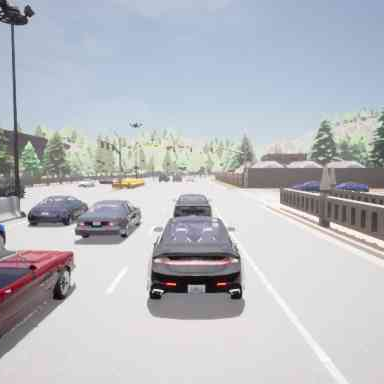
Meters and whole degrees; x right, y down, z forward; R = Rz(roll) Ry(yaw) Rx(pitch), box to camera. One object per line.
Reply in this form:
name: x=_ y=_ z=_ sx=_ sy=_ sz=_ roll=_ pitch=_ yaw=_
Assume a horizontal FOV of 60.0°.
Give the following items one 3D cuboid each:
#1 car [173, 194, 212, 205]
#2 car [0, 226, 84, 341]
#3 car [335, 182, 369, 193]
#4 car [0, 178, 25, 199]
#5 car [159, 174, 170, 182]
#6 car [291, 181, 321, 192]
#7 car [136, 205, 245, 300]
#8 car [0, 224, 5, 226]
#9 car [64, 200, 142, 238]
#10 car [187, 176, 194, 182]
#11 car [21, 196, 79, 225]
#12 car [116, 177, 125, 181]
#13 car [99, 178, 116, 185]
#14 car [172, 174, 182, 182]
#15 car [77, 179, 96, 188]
car: x=0.025 y=0.815 z=17.446 sx=1.882 sy=1.535 sz=5.008 roll=0 pitch=3 yaw=-1
car: x=-3.421 y=1.528 z=5.092 sx=1.895 sy=1.301 sz=4.718 roll=0 pitch=1 yaw=0
car: x=18.038 y=-0.404 z=38.625 sx=4.674 sy=1.442 sz=1.812 roll=0 pitch=3 yaw=2
car: x=-17.747 y=-0.250 z=31.011 sx=2.150 sy=2.045 sz=5.566 roll=0 pitch=3 yaw=0
car: x=-7.436 y=-3.615 z=86.967 sx=2.150 sy=2.045 sz=5.566 roll=0 pitch=3 yaw=0
car: x=15.002 y=-0.619 z=42.218 sx=4.674 sy=1.442 sz=1.812 roll=0 pitch=3 yaw=2
car: x=0.068 y=1.327 z=8.025 sx=2.128 sy=1.511 sz=4.902 roll=0 pitch=2 yaw=0
car: x=-6.936 y=1.282 z=8.813 sx=1.882 sy=1.535 sz=5.008 roll=0 pitch=2 yaw=0
car: x=-3.465 y=1.049 z=14.607 sx=2.033 sy=1.411 sz=5.357 roll=0 pitch=3 yaw=0
car: x=-0.450 y=-3.463 z=89.659 sx=1.812 sy=1.442 sz=4.674 roll=0 pitch=3 yaw=0
car: x=-6.980 y=0.878 z=17.785 sx=1.994 sy=1.385 sz=4.181 roll=0 pitch=3 yaw=0
car: x=-17.917 y=-3.062 z=83.235 sx=2.033 sy=1.411 sz=5.357 roll=0 pitch=3 yaw=0
car: x=-17.842 y=-2.146 z=68.882 sx=1.895 sy=1.301 sz=4.718 roll=0 pitch=3 yaw=0
car: x=-3.936 y=-3.616 z=86.985 sx=2.150 sy=2.045 sz=5.566 roll=0 pitch=3 yaw=0
car: x=-17.855 y=-1.462 z=56.306 sx=1.812 sy=1.442 sz=4.674 roll=0 pitch=3 yaw=0
